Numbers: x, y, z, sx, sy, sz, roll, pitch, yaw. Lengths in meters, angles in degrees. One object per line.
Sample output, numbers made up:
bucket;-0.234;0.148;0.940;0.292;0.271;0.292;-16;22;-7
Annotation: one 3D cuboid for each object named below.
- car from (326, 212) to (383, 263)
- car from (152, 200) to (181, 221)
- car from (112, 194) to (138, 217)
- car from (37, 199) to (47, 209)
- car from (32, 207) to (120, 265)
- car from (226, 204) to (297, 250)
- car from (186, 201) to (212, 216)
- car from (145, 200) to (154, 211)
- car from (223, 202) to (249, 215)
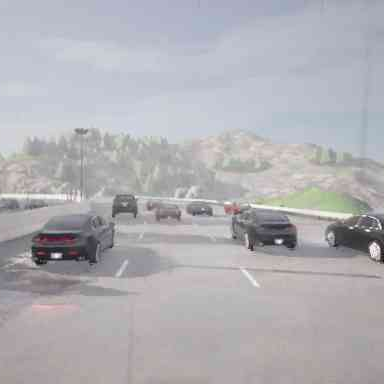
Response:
car;6.586;1.498;11.935;1.837;1.490;4.892;0;0;-4
car;-2.044;1.587;26.987;1.895;1.301;4.718;0;0;-8
car;-6.224;1.205;31.021;2.150;2.045;5.566;0;0;-10
car;-19.267;1.542;41.149;1.994;1.385;4.181;0;0;-14
car;-3.917;1.500;11.662;1.837;1.490;4.892;0;0;-4
car;2.921;1.497;14.259;1.837;1.490;4.892;0;0;-4
car;0.626;1.546;32.284;1.994;1.385;4.181;0;0;-10
car;-4.654;1.579;40.855;1.895;1.301;4.718;0;0;-13
car;4.361;1.584;31.373;1.895;1.301;4.718;0;0;-9
